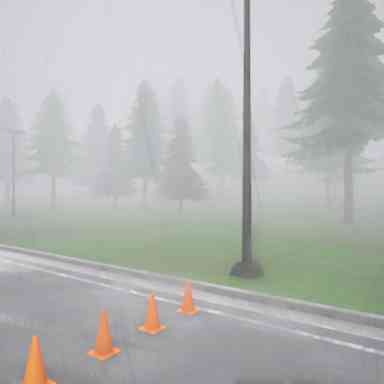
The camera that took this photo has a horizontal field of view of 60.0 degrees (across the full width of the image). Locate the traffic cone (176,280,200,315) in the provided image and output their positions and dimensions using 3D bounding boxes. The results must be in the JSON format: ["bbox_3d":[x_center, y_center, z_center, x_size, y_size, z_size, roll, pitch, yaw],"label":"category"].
[{"bbox_3d":[-0.074,1.952,6.278,0.340,0.580,0.340,0,0,35],"label":"traffic cone"}]

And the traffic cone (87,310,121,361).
[{"bbox_3d":[-1.228,1.952,4.644,0.340,0.580,0.340,0,0,35],"label":"traffic cone"}]

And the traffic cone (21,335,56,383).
[{"bbox_3d":[-1.805,1.952,3.827,0.340,0.580,0.340,0,0,35],"label":"traffic cone"}]

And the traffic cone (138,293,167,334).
[{"bbox_3d":[-0.651,1.952,5.461,0.340,0.580,0.340,0,0,35],"label":"traffic cone"}]
